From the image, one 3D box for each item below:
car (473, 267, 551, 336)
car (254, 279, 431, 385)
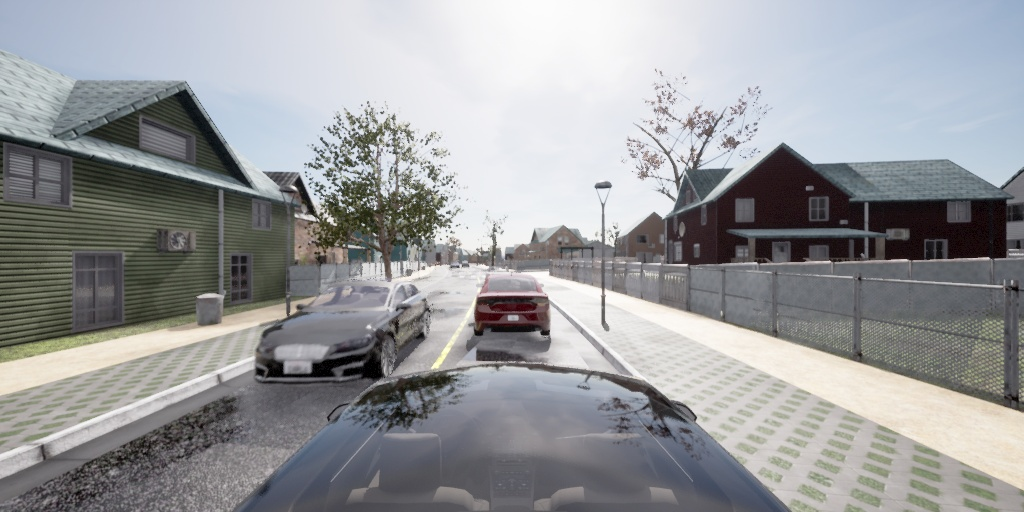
[{"bbox_3d":[-0.040,1.242,10.483,1.882,1.535,5.008,0,0,-2],"label":"car"},{"bbox_3d":[-2.933,1.247,7.290,2.128,1.511,4.902,0,0,-1],"label":"car"}]
